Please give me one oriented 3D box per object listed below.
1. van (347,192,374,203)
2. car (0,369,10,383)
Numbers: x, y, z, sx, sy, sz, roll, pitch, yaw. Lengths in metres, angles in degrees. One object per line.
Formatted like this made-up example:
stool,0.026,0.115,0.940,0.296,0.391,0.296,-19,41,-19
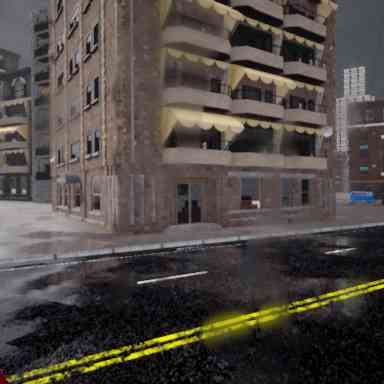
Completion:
van,28.433,0.859,56.011,3.998,1.788,1.690,1,0,25
car,-3.393,1.479,1.090,5.008,1.535,1.882,0,0,-31
